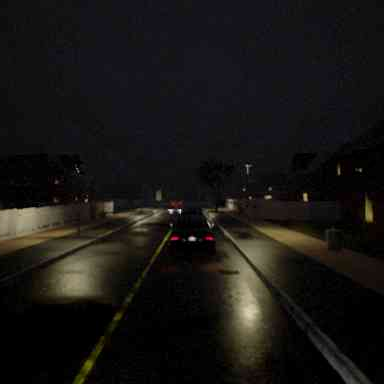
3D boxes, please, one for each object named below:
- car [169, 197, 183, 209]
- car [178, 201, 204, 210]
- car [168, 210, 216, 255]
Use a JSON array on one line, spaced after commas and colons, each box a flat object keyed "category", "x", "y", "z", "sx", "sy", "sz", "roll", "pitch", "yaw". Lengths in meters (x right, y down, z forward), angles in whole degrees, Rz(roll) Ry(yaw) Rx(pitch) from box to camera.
[{"category": "car", "x": -2.722, "y": 1.932, "z": 58.546, "sx": 2.150, "sy": 2.045, "sz": 5.566, "roll": 0, "pitch": -1, "yaw": 0}, {"category": "car", "x": 0.020, "y": 1.807, "z": 29.472, "sx": 1.882, "sy": 1.535, "sz": 5.008, "roll": 0, "pitch": 0, "yaw": 0}, {"category": "car", "x": 0.008, "y": 1.694, "z": 13.996, "sx": 2.033, "sy": 1.411, "sz": 5.357, "roll": 0, "pitch": -1, "yaw": 0}]
